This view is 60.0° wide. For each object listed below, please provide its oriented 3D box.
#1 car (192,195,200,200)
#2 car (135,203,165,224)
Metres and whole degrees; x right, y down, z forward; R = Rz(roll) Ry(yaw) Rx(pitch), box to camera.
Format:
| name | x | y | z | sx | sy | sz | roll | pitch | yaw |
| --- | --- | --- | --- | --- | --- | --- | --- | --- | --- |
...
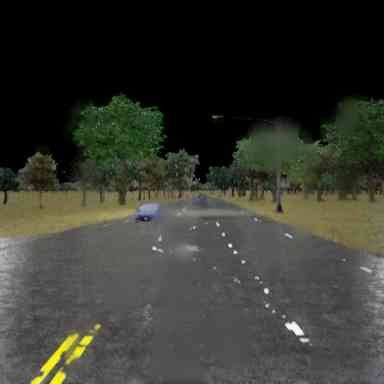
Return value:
| name | x | y | z | sx | sy | sz | roll | pitch | yaw |
| --- | --- | --- | --- | --- | --- | --- | --- | --- | --- |
| car | 1.217 | 1.531 | 95.323 | 2.033 | 1.411 | 5.357 | 0 | 0 | 8 |
| car | -3.297 | 1.619 | 26.638 | 1.882 | 1.535 | 5.008 | 0 | 1 | 1 |
